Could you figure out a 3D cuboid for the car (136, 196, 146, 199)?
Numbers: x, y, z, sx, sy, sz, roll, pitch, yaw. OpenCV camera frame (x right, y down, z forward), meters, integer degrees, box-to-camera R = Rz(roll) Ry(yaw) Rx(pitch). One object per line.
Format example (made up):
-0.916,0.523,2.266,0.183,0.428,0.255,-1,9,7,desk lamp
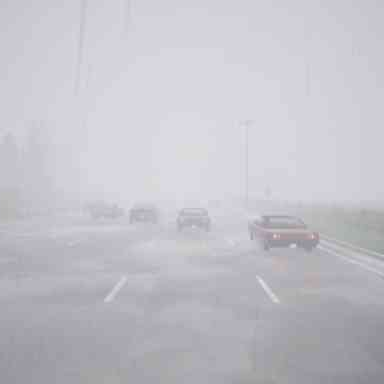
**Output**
-10.476,1.590,69.330,2.128,1.511,4.902,0,0,0,car

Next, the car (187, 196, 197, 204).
0.076,1.604,65.972,1.812,1.442,4.674,0,0,0,car

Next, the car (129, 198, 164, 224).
-3.411,1.507,24.934,1.882,1.535,5.008,0,0,0,car

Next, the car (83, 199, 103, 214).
-10.416,1.521,36.636,1.882,1.535,5.008,0,0,0,car

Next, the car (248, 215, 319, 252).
3.594,1.618,14.031,1.895,1.301,4.718,0,0,0,car

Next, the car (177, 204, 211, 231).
0.090,1.626,20.827,1.895,1.301,4.718,0,0,0,car

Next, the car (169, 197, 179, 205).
-3.423,1.622,62.950,2.033,1.411,5.357,0,0,0,car

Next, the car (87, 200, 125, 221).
-6.914,1.634,27.967,1.895,1.301,4.718,0,0,0,car

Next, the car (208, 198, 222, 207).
3.580,1.664,52.572,1.895,1.301,4.718,0,0,0,car

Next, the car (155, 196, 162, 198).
-7.003,1.584,69.945,1.837,1.490,4.892,0,0,0,car
